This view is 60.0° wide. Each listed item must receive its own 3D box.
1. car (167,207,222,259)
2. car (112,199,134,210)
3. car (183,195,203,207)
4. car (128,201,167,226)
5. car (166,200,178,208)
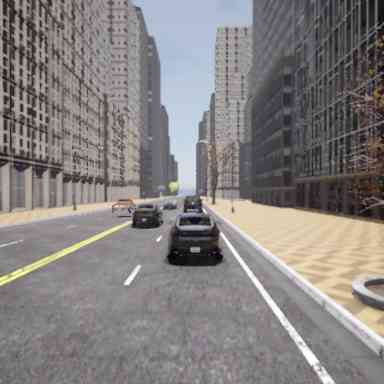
[{"bbox_3d":[0.104,1.560,12.821,1.837,1.490,4.892,0,0,0],"label":"car"},{"bbox_3d":[-6.494,1.281,32.175,1.812,1.442,4.674,0,0,0],"label":"car"},{"bbox_3d":[0.108,1.400,39.578,2.150,2.045,5.566,0,0,0],"label":"car"},{"bbox_3d":[-3.145,1.608,24.293,1.837,1.490,4.892,0,-1,0],"label":"car"},{"bbox_3d":[-3.140,1.832,49.188,1.895,1.301,4.718,0,0,0],"label":"car"}]
